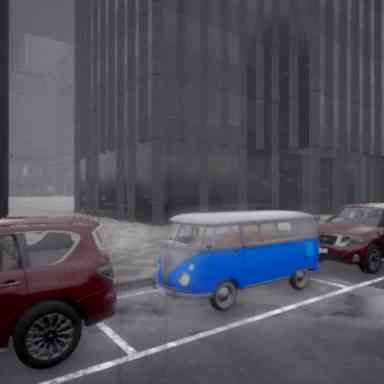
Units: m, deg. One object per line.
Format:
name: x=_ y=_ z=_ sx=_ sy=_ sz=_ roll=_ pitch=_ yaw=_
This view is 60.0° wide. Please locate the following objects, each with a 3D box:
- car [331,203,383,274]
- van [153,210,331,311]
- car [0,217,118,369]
car: x=5.701 y=1.304 z=10.714 sx=5.009 sy=1.841 sz=2.192 roll=0 pitch=0 yaw=-36
van: x=1.134 y=1.335 z=7.456 sx=3.998 sy=1.788 sz=1.690 roll=0 pitch=0 yaw=-36
car: x=-3.432 y=1.315 z=4.198 sx=5.009 sy=1.841 sz=2.192 roll=0 pitch=0 yaw=-36
